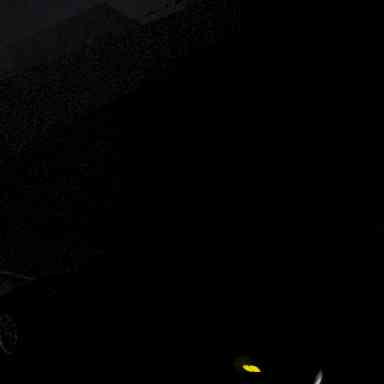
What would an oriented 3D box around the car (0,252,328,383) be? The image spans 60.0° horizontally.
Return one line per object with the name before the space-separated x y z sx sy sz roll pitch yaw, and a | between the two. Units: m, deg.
car | -0.729 1.555 4.397 4.674 1.442 1.812 -1 0 35
